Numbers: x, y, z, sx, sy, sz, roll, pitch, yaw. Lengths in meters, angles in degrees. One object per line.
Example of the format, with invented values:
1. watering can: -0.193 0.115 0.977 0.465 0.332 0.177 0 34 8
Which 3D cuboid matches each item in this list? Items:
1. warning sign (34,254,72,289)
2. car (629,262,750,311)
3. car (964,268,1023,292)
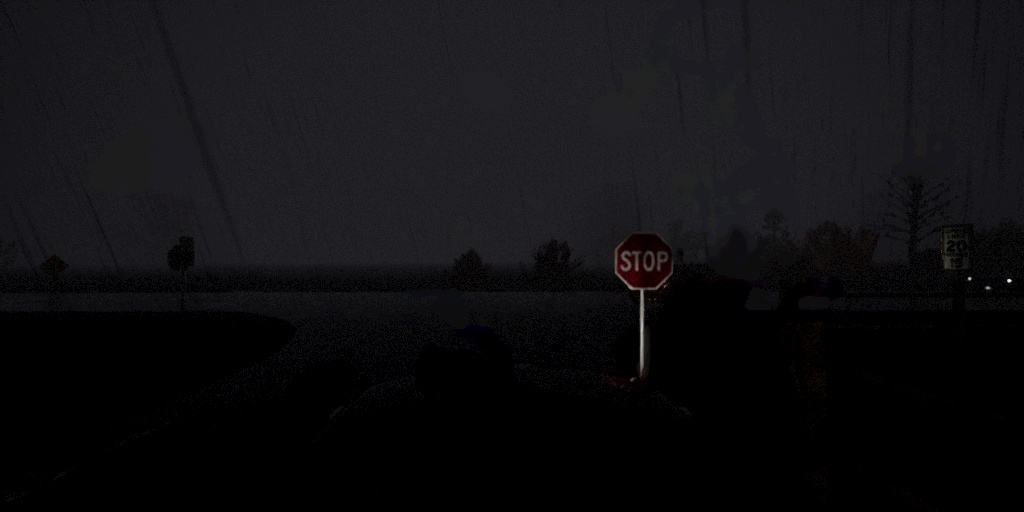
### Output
1. warning sign: -25.424 0.841 19.896 1.060 1.860 1.300 0 0 0
2. car: 6.928 1.024 13.944 4.553 1.767 2.097 0 1 -21
3. car: 25.081 1.213 17.243 4.718 1.301 1.895 0 0 0
